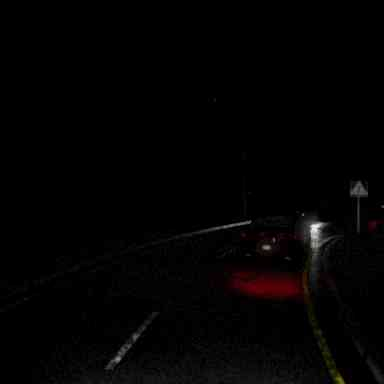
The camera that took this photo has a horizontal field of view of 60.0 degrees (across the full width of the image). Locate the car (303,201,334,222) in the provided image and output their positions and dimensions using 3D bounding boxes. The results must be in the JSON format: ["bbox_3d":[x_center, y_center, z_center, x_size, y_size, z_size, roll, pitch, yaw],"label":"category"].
[{"bbox_3d":[10.065,1.516,27.210,1.837,1.490,4.892,1,0,41],"label":"car"}]

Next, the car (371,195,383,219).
[{"bbox_3d":[17.604,1.308,29.367,2.150,2.045,5.566,1,0,43],"label":"car"}]

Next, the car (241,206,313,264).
[{"bbox_3d":[3.159,1.479,12.034,1.882,1.535,5.008,0,0,23],"label":"car"}]
